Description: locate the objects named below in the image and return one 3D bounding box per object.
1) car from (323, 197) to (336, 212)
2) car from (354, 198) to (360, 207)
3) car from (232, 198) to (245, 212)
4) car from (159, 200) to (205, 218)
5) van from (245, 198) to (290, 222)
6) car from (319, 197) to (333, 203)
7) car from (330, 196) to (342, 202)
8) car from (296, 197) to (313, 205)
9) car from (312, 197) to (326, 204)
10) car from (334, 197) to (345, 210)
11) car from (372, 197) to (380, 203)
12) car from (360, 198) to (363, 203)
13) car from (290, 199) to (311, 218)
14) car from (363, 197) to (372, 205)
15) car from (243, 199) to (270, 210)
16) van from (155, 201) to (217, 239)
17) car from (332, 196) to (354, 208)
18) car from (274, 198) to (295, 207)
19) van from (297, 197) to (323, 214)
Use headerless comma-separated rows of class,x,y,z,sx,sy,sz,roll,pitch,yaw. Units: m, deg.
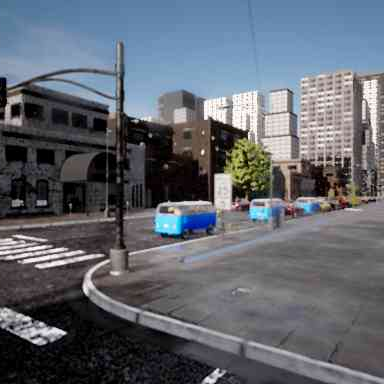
car,15.725,1.677,40.459,1.752,1.417,4.829,0,0,35
car,25.125,1.523,53.893,2.192,1.841,5.009,0,0,35
car,5.606,1.517,40.615,1.967,1.590,4.097,0,0,35
car,-0.824,1.569,31.426,1.752,1.417,4.829,0,0,35
van,6.131,1.442,26.747,1.690,1.788,3.998,0,0,35
car,30.929,1.803,76.808,1.947,1.339,4.313,0,0,35
car,37.261,1.723,85.856,1.967,1.590,4.097,0,0,35
car,21.433,1.716,63.235,1.887,1.381,4.507,0,0,35
car,27.667,1.739,72.144,1.752,1.417,4.829,0,0,35
car,18.792,1.735,44.843,1.947,1.339,4.313,0,0,35
car,44.118,1.906,81.037,1.947,1.339,4.313,0,0,35
car,28.387,1.754,58.556,1.752,1.417,4.829,0,0,35
car,9.295,1.661,31.270,1.887,1.381,4.507,0,0,35
car,34.620,1.816,67.465,1.887,1.381,4.507,0,0,35
car,8.771,1.640,45.139,1.887,1.381,4.507,0,0,35
van,-0.200,1.413,17.698,1.690,1.788,3.998,0,0,35
car,21.959,1.503,49.369,2.192,1.841,5.009,0,0,35
car,15.102,1.676,54.187,1.887,1.381,4.507,0,0,35
van,12.462,1.475,35.795,1.690,1.788,3.998,0,0,35
